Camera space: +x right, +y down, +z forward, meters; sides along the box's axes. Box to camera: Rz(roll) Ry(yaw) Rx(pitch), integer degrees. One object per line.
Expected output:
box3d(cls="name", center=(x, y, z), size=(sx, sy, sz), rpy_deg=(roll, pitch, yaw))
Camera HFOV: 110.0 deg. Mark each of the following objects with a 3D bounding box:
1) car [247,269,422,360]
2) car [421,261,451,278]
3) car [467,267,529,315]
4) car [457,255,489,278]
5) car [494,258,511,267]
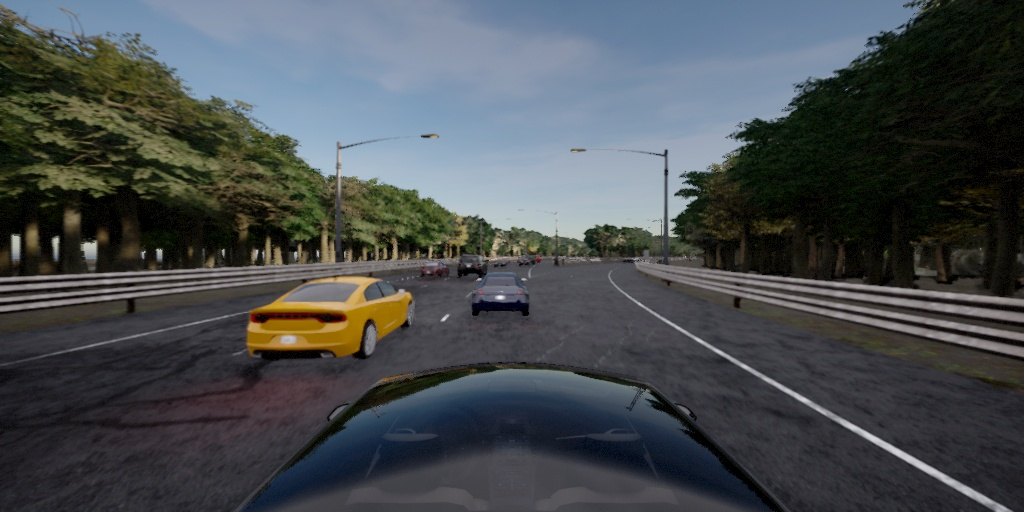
box3d(cls="car", center=(-3.710, 1.213, 8.354), size=(1.882, 1.535, 5.008), rpy_deg=(0, 0, -1))
box3d(cls="car", center=(-7.069, 1.205, 33.104), size=(1.812, 1.442, 4.674), rpy_deg=(0, 0, 2))
box3d(cls="car", center=(-0.392, 1.307, 13.581), size=(1.994, 1.385, 4.181), rpy_deg=(0, 0, 0))
box3d(cls="car", center=(-3.528, 0.917, 32.666), size=(2.150, 2.045, 5.566), rpy_deg=(0, 0, 2))
box3d(cls="car", center=(-1.743, 1.245, 59.903), size=(1.895, 1.301, 4.718), rpy_deg=(0, 0, 5))
